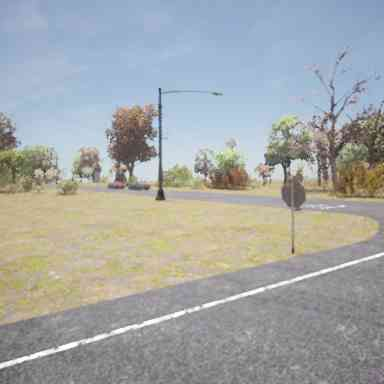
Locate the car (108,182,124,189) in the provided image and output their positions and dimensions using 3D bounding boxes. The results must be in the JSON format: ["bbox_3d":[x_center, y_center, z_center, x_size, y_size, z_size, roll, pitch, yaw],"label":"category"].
[{"bbox_3d":[-14.276,-1.263,62.319,1.994,1.385,4.181,-2,3,-36],"label":"car"}]

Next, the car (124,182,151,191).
[{"bbox_3d":[-8.663,-0.971,54.540,2.033,1.411,5.357,-2,3,-36],"label":"car"}]
